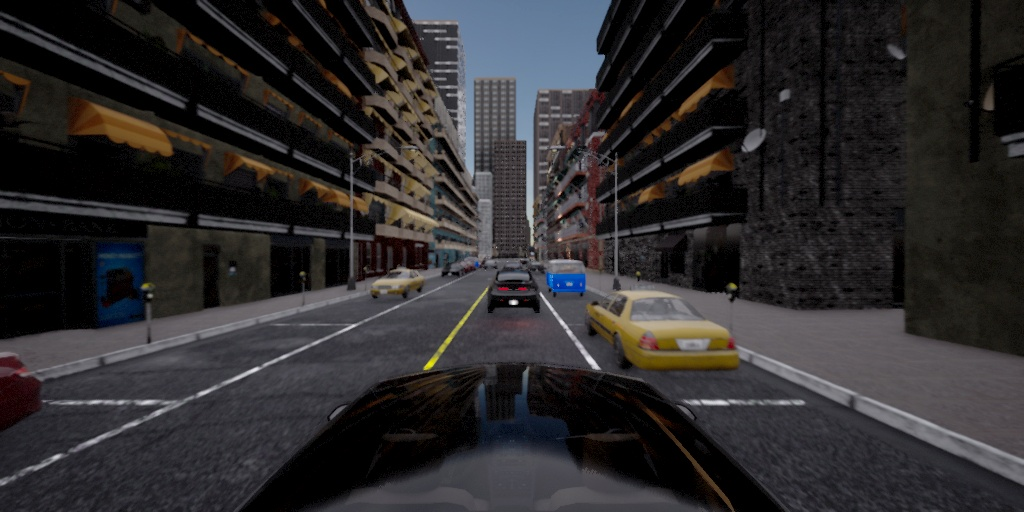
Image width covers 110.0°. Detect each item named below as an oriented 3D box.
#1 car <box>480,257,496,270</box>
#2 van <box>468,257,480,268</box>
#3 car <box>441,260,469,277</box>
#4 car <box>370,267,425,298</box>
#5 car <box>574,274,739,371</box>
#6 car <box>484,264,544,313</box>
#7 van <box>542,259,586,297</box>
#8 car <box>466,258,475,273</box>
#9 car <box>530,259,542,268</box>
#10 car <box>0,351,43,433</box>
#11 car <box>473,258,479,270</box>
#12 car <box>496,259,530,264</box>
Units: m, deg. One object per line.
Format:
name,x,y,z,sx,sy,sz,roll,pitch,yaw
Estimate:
car,-3.086,1.257,51.756,1.812,1.442,4.674,0,0,0
van,-5.703,1.072,51.653,1.690,1.789,3.998,0,0,0
car,-5.699,1.301,35.082,1.948,1.339,4.313,0,0,0
car,-5.696,1.267,18.343,1.751,1.417,4.829,0,0,0
car,2.687,1.272,7.624,1.751,1.417,4.829,0,0,0
car,0.068,1.249,14.036,1.837,1.490,4.892,0,0,0
van,2.685,1.082,18.502,1.690,1.789,3.998,0,0,0
car,-5.700,1.279,40.606,1.888,1.381,4.507,0,0,0
car,2.681,1.284,40.594,2.007,1.370,4.403,0,0,0
car,-5.693,1.332,1.942,1.802,1.307,4.207,0,0,0
car,-5.701,1.277,46.130,1.888,1.381,4.507,0,0,0
car,0.066,1.229,29.109,2.128,1.511,4.902,0,0,0
